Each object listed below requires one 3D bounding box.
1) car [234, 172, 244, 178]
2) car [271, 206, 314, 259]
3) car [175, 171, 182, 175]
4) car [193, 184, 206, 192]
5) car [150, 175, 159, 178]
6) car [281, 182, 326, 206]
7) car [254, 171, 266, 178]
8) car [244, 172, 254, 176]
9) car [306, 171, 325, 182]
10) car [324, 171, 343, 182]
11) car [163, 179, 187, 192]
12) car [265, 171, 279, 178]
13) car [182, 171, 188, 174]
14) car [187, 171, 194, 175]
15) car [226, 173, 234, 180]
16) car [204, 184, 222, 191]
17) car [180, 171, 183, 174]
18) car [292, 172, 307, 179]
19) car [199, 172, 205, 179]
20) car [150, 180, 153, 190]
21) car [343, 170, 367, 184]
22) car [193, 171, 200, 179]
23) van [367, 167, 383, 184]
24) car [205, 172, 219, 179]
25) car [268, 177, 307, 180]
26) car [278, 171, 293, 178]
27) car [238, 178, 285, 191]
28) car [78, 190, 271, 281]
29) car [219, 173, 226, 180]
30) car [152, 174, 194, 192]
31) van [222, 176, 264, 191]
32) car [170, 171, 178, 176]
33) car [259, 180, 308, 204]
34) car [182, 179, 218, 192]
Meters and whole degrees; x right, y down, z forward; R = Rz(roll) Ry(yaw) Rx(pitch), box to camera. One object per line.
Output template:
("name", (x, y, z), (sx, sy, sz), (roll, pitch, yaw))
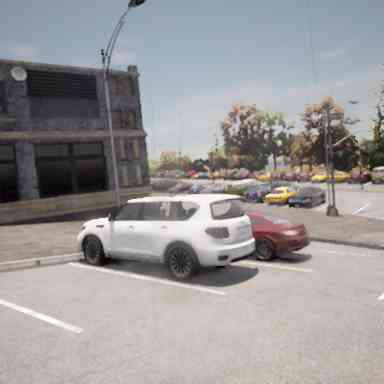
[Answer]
("car", (11.152, -3.080, 64.912), (2.097, 1.535, 5.008), (1, 7, 44))
("car", (1.578, 1.352, 11.395), (4.674, 1.452, 2.002), (-1, 0, 35))
("car", (-1.442, -4.553, 91.755), (4.792, 1.488, 2.163), (-9, 7, -44))
("car", (2.766, -0.244, 41.738), (2.002, 1.452, 4.674), (0, 8, 41))
("car", (-9.514, -1.679, 65.957), (2.185, 1.767, 4.553), (1, 8, 44))
("car", (9.957, 0.405, 28.523), (2.163, 1.488, 4.792), (0, 8, 40))
("car", (13.966, -2.824, 59.779), (1.946, 1.575, 5.366), (0, 6, 43))
("car", (12.509, -3.068, 62.283), (2.185, 1.767, 4.553), (1, 7, 43))
("car", (19.280, -2.250, 49.054), (1.946, 1.575, 5.366), (1, 7, 42))
("car", (20.946, -2.161, 46.741), (1.946, 1.575, 5.366), (0, 6, 41))
("car", (-1.473, -0.648, 49.737), (2.002, 1.452, 4.674), (0, 8, 42))
("car", (15.177, -2.786, 56.986), (2.185, 1.767, 4.553), (0, 6, 43))
("car", (0.993, -4.523, 86.317), (5.566, 2.045, 2.435), (-9, 7, -44))
("car", (2.097, -4.099, 83.485), (5.366, 1.575, 1.946), (-9, 7, -44))
("car", (9.824, -3.190, 67.539), (2.163, 1.488, 4.792), (1, 7, 44))
("car", (4.194, -0.150, 39.081), (2.231, 1.521, 4.892), (-1, 7, 41))
("car", (-0.252, -4.392, 89.002), (4.792, 1.488, 2.163), (-9, 7, -44))
("car", (17.986, -2.357, 51.797), (2.002, 1.452, 4.674), (0, 6, 42))
("car", (4.684, -3.933, 78.204), (4.553, 1.767, 2.185), (-9, 7, -44))
("car", (-4.233, -0.967, 55.110), (2.097, 1.535, 5.008), (0, 7, 43))
("car", (22.235, -2.132, 43.984), (2.185, 1.767, 4.553), (0, 6, 41))
("car", (3.460, -3.962, 80.922), (4.892, 1.521, 2.231), (-9, 7, -44))
("van", (23.636, -2.098, 41.336), (1.878, 1.987, 4.442), (1, 7, 41))
("car", (5.968, -3.661, 75.552), (2.097, 1.535, 5.008), (1, 7, 45))
("car", (10.276, -0.494, 37.945), (1.837, 1.490, 4.892), (-7, 7, -29))
("car", (16.588, -2.490, 54.404), (2.002, 1.452, 4.674), (0, 6, 42))
("car", (7.102, -0.017, 33.774), (2.185, 1.767, 4.553), (-1, 7, 41))
("car", (-0.931, 1.129, 9.679), (5.566, 2.045, 2.435), (-1, 0, 35))
("car", (8.559, -3.342, 70.249), (2.163, 1.488, 4.792), (1, 7, 44))
("car", (-2.869, -1.079, 52.419), (2.435, 2.045, 5.566), (0, 7, 43))
("van", (5.712, -0.262, 36.509), (1.878, 1.987, 4.442), (-1, 7, 41))
("car", (-2.820, -4.717, 94.306), (5.366, 1.575, 1.946), (-9, 7, -44))
("car", (8.745, 0.200, 31.326), (1.946, 1.575, 5.366), (-1, 7, 40))
("car", (1.329, -0.376, 44.397), (2.002, 1.452, 4.674), (-1, 7, 42))
